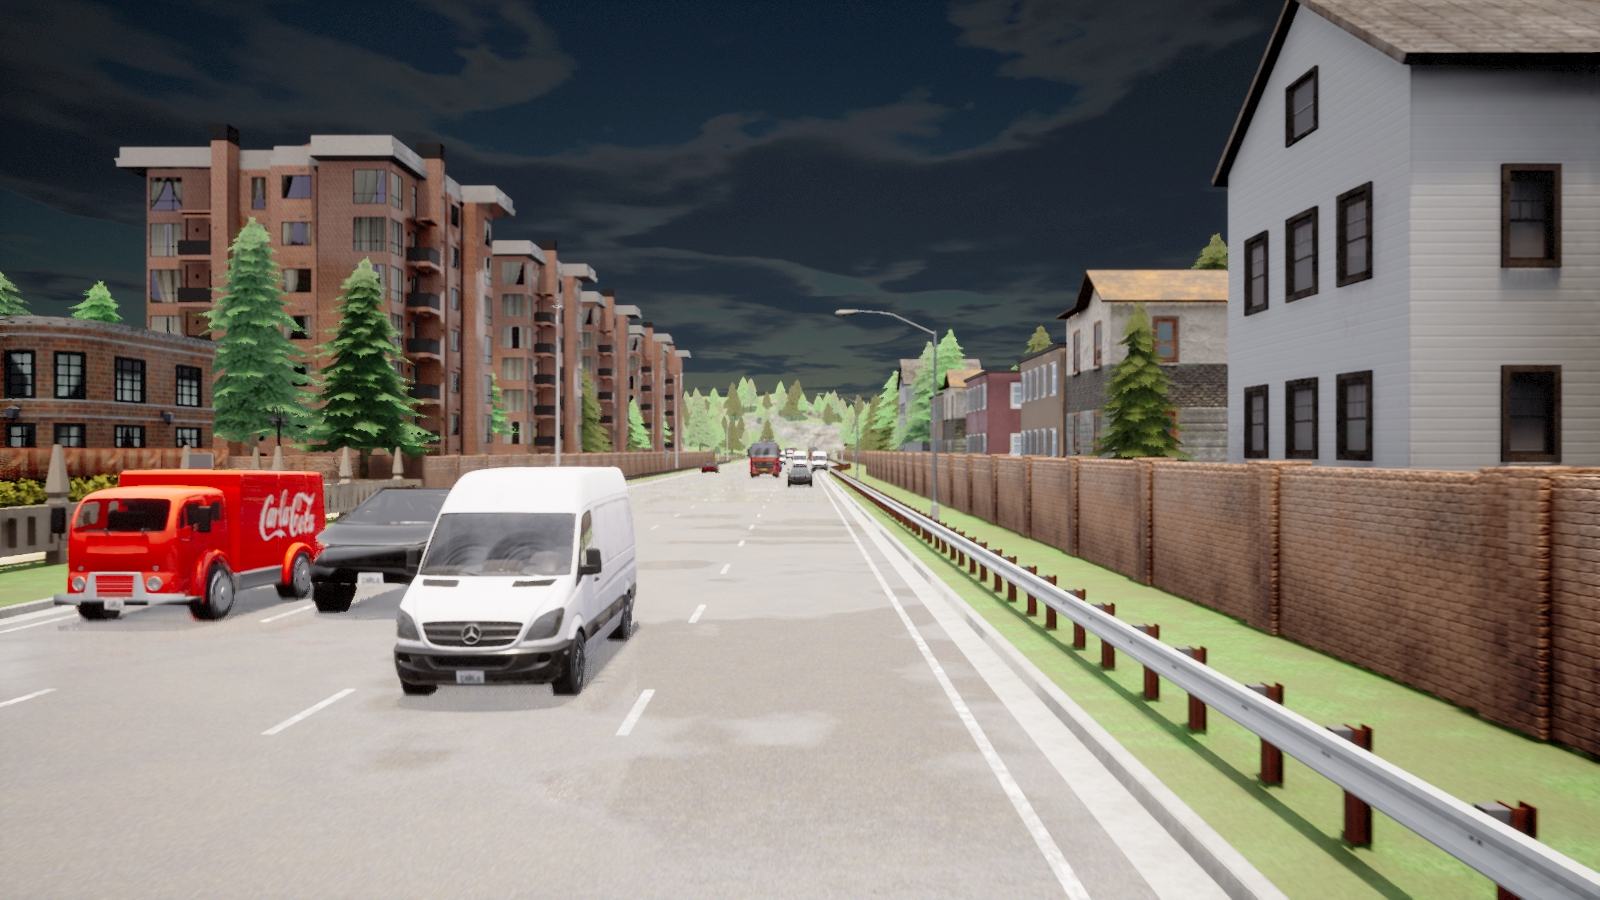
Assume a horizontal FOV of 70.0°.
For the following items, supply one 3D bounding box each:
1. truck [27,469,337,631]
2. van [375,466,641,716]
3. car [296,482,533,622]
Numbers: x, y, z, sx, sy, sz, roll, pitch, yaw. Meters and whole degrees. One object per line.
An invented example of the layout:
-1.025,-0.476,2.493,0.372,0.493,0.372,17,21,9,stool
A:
-10.502,1.579,20.076,2.627,2.467,5.204,0,-1,0,truck
-3.496,1.530,15.022,1.988,2.561,5.915,0,0,0,van
-7.000,1.748,21.728,2.390,2.098,6.274,0,0,0,car
